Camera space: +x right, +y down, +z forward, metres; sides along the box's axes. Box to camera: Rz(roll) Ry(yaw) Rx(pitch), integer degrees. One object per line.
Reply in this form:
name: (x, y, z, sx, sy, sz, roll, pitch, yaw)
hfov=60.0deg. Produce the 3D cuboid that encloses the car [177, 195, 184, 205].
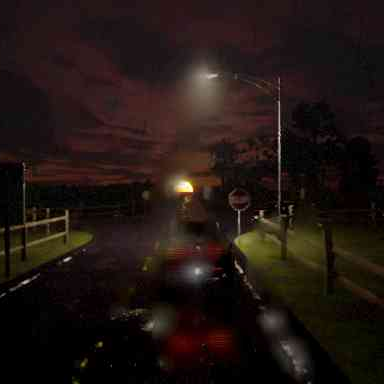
car: (-2.821, 1.485, 54.705, 1.837, 1.490, 4.892, 0, 0, 0)

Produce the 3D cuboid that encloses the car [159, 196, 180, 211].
car: (-2.854, 1.541, 40.952, 1.994, 1.385, 4.181, 0, 0, 0)

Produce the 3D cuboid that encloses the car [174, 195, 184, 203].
car: (-2.760, 1.482, 70.281, 1.837, 1.490, 4.892, 0, 0, 0)

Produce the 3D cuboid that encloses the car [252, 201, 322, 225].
car: (6.454, 1.348, 22.507, 4.892, 1.490, 1.837, -1, -3, -21)

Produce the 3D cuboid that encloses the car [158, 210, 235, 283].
car: (0.086, 1.491, 9.628, 1.837, 1.490, 4.892, 0, 0, -1)

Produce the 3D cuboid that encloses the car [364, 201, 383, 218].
car: (15.933, 1.172, 25.750, 4.892, 1.490, 1.837, -1, 0, 1)
